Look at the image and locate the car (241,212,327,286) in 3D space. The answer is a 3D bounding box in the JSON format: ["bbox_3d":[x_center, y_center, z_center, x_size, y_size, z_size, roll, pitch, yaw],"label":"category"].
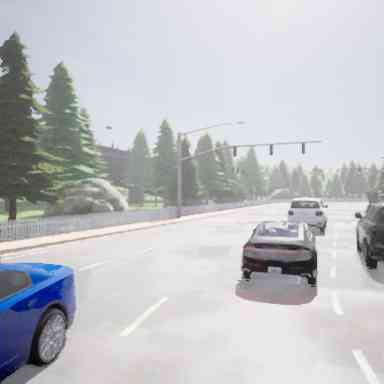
[{"bbox_3d":[2.724,1.583,9.875,2.128,1.511,4.902,0,0,20],"label":"car"}]

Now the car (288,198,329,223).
[{"bbox_3d":[7.547,1.422,21.612,2.150,2.045,5.566,0,0,24],"label":"car"}]

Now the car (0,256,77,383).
[{"bbox_3d":[-3.031,1.500,3.186,1.882,1.535,5.008,0,-1,10],"label":"car"}]

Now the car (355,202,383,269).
[{"bbox_3d":[6.931,1.335,11.290,2.150,2.045,5.566,0,0,22],"label":"car"}]
